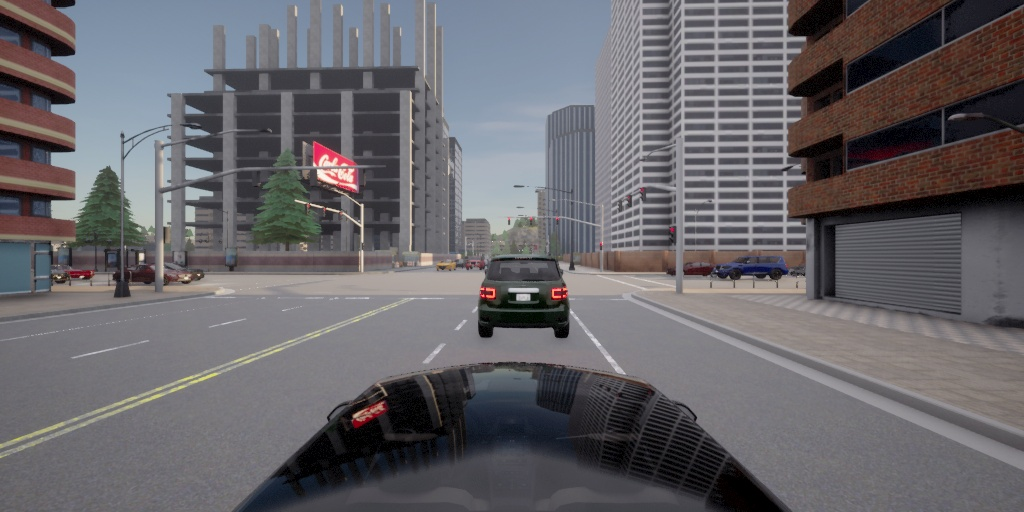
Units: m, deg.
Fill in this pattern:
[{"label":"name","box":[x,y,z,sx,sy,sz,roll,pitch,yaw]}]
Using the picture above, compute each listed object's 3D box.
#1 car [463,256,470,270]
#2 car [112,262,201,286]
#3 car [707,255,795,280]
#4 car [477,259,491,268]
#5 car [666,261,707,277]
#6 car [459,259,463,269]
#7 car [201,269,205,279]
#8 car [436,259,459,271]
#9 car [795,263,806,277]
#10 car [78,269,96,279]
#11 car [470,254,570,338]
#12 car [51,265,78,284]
[{"label":"car","box":[-5.226,0.972,52.124,2.150,2.045,5.566,0,0,2]},{"label":"car","box":[-24.760,1.276,24.769,4.674,1.442,1.812,0,0,2]},{"label":"car","box":[20.227,0.971,30.505,5.566,2.045,2.150,0,0,2]},{"label":"car","box":[-4.833,1.276,62.156,1.812,1.442,4.674,0,0,3]},{"label":"car","box":[17.312,1.228,34.099,5.008,1.535,1.882,0,0,2]},{"label":"car","box":[-8.494,1.227,58.304,1.882,1.535,5.008,0,0,2]},{"label":"car","box":[-27.202,1.228,28.350,5.008,1.535,1.882,0,0,2]},{"label":"car","box":[-8.874,1.227,48.508,1.882,1.535,5.008,0,0,2]},{"label":"car","box":[28.616,1.242,33.717,4.902,1.511,2.128,0,0,2]},{"label":"car","box":[-36.494,1.351,28.655,4.718,1.301,1.895,0,0,2]},{"label":"car","box":[0.339,0.971,10.313,2.150,2.045,5.566,0,0,2]},{"label":"car","box":[-34.005,1.255,25.071,4.892,1.490,1.837,0,0,2]}]
